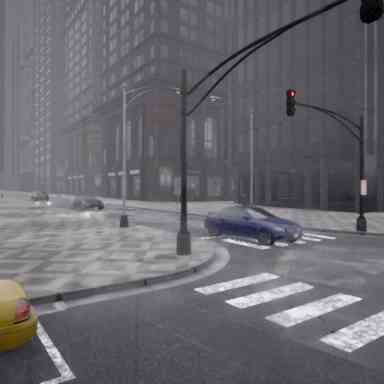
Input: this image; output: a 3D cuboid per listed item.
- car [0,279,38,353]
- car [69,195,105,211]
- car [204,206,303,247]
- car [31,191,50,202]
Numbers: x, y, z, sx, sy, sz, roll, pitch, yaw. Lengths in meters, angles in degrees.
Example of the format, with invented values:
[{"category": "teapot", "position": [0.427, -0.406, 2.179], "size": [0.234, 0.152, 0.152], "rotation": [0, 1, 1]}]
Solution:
[{"category": "car", "position": [-4.347, 1.526, 3.543], "size": [4.829, 1.417, 1.752], "rotation": [0, 0, -36]}, {"category": "car", "position": [-9.912, 0.983, 31.139], "size": [2.033, 1.411, 5.357], "rotation": [0, 1, -36]}, {"category": "car", "position": [2.487, 1.347, 14.493], "size": [1.812, 1.442, 4.674], "rotation": [0, 1, -40]}, {"category": "car", "position": [-21.908, 0.601, 47.880], "size": [1.837, 1.490, 4.892], "rotation": [0, 1, -36]}]
